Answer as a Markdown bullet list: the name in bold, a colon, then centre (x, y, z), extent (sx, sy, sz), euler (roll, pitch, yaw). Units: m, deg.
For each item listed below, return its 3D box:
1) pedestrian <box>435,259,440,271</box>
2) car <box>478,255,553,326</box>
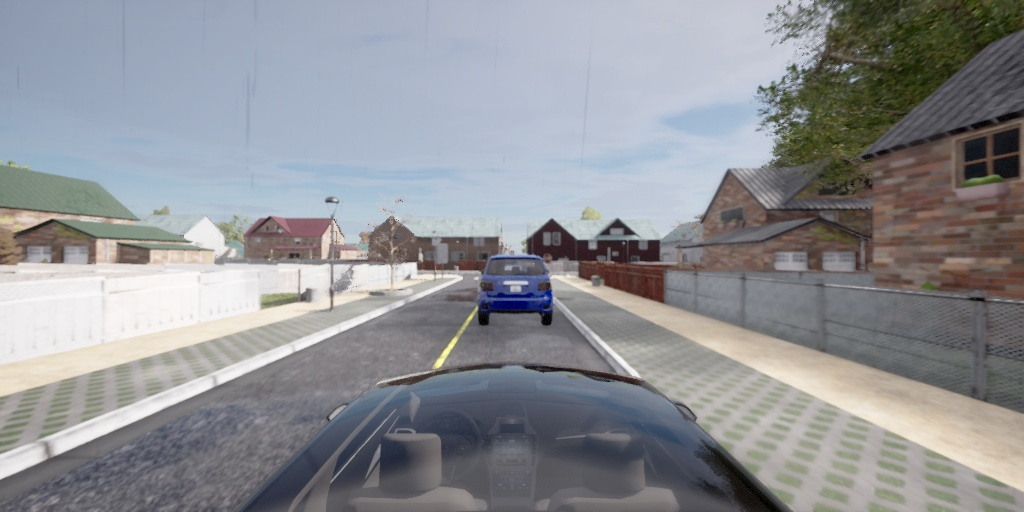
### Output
- **pedestrian**: centre (-9.372, 1.009, 45.249), extent (0.375, 1.860, 0.375), euler (0, -1, 1)
- **car**: centre (0.097, 1.014, 12.132), extent (2.150, 2.045, 5.566), euler (0, -1, 0)
